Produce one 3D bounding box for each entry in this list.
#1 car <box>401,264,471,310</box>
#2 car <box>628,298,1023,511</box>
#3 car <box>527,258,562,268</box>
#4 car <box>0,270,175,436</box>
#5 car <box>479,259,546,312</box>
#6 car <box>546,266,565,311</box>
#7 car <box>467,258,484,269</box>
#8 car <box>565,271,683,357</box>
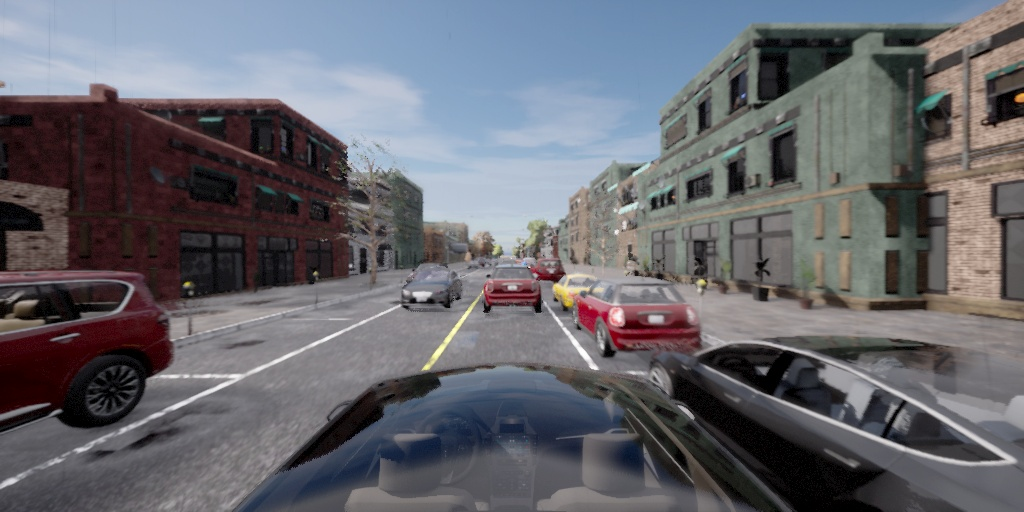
[{"bbox_3d":[-3.204,1.278,15.117,2.128,1.511,4.902,0,0,0],"label":"car"},{"bbox_3d":[2.701,1.306,3.005,1.948,1.339,4.313,0,0,-1],"label":"car"},{"bbox_3d":[2.500,1.096,25.197,2.192,1.841,5.009,0,0,-1],"label":"car"},{"bbox_3d":[-5.678,1.091,2.927,2.192,1.841,5.009,0,0,-1],"label":"car"},{"bbox_3d":[-0.002,1.124,14.476,2.097,1.767,4.553,0,0,0],"label":"car"},{"bbox_3d":[2.599,1.286,14.271,1.751,1.417,4.829,0,0,-1],"label":"car"},{"bbox_3d":[-6.181,1.426,58.408,2.007,1.370,4.403,0,0,-1],"label":"car"},{"bbox_3d":[2.652,1.190,8.553,1.967,1.591,4.097,0,0,-1],"label":"car"}]
